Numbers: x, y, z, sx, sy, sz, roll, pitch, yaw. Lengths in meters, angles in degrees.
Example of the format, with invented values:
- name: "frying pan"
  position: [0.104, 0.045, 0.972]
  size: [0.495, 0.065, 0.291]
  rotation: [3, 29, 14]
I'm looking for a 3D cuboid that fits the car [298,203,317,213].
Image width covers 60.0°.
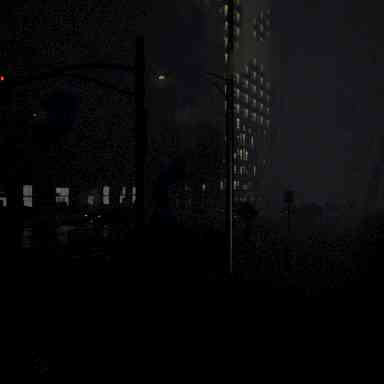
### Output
- name: "car"
  position: [19.106, 2.534, 54.750]
  size: [1.837, 1.490, 4.892]
  rotation: [0, -1, 33]

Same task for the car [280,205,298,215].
- name: "car"
  position: [13.919, 2.459, 46.590]
  size: [1.895, 1.301, 4.718]
  rotation: [0, -1, 33]

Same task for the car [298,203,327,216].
- name: "car"
  position: [15.729, 2.335, 43.305]
  size: [1.837, 1.490, 4.892]
  rotation: [0, -1, 33]

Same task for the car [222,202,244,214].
- name: "car"
  position: [5.941, 2.122, 46.432]
  size: [2.097, 1.767, 4.553]
  rotation: [0, -1, 33]

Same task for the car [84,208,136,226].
- name: "car"
  position: [-6.449, 1.963, 27.215]
  size: [1.895, 1.301, 4.718]
  rotation: [0, -1, 33]

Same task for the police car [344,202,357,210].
- name: "police car"
  position: [31.466, 2.739, 65.857]
  size: [1.930, 1.638, 5.238]
  rotation: [0, -1, 33]

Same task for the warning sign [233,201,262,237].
- name: "warning sign"
  position: [3.104, 1.454, 18.559]
  size: [1.300, 1.860, 1.060]
  rotation: [1, 1, 33]

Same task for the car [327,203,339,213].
- name: "car"
  position: [22.503, 2.529, 53.853]
  size: [1.882, 1.535, 5.008]
  rotation: [0, -1, 33]
